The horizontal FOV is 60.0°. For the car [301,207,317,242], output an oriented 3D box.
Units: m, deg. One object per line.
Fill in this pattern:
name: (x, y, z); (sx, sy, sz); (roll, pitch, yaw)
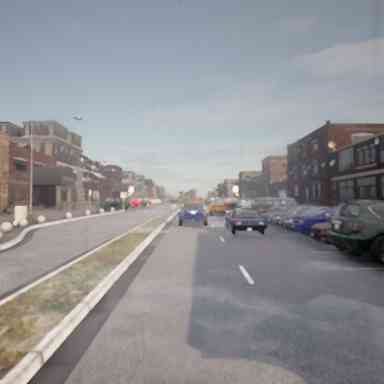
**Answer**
car: (7.642, 1.555, 14.220); (5.008, 1.535, 2.097); (0, 0, 0)

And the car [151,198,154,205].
car: (-12.851, 2.706, 83.235); (5.008, 1.535, 2.097); (0, -1, 0)

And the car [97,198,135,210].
car: (-12.975, 2.003, 55.452); (5.566, 2.045, 2.435); (0, -1, 0)

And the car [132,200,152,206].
car: (-12.881, 2.771, 86.015); (4.792, 1.488, 2.163); (0, -1, 0)

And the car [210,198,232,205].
car: (7.604, 2.534, 88.663); (5.566, 2.045, 2.435); (0, -1, 0)

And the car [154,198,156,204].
car: (-12.853, 2.779, 88.794); (4.892, 1.521, 2.231); (0, -1, 0)

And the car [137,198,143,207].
car: (-12.936, 2.158, 63.787); (5.566, 2.045, 2.435); (0, -1, 0)

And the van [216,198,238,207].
van: (7.516, 2.325, 72.116); (4.442, 1.987, 1.878); (0, -1, 0)

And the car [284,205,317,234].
car: (7.633, 1.580, 16.976); (5.008, 1.535, 2.097); (0, -1, 0)

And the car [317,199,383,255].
car: (7.667, 1.282, 11.466); (5.566, 2.045, 2.435); (0, 0, 0)

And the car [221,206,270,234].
car: (3.098, 1.734, 20.088); (1.895, 1.301, 4.718); (0, -1, 0)

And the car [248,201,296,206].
car: (7.642, 1.719, 27.999); (5.008, 1.535, 2.097); (0, -1, 0)

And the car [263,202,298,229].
car: (7.644, 1.644, 22.488); (4.892, 1.521, 2.231); (0, -1, 0)

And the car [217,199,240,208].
car: (7.665, 2.381, 69.357); (4.553, 1.767, 2.185); (0, -1, 0)

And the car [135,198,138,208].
car: (-12.891, 2.392, 61.129); (4.792, 1.488, 2.163); (0, -1, 0)

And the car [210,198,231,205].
car: (7.660, 2.571, 91.420); (5.566, 2.045, 2.435); (0, -1, 0)

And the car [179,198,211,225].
car: (0.086, 1.555, 25.687); (2.097, 1.767, 4.553); (0, -1, 0)

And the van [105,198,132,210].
van: (-12.815, 2.082, 58.227); (4.442, 1.987, 1.878); (0, -1, 0)

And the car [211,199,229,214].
car: (3.092, 1.957, 41.390); (1.882, 1.535, 5.008); (0, -2, 0)

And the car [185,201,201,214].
car: (0.096, 1.988, 42.648); (1.882, 1.535, 5.008); (0, -1, 0)

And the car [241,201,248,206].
car: (7.639, 1.850, 33.510); (4.674, 1.452, 2.002); (0, -1, 0)

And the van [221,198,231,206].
van: (7.751, 2.087, 58.325); (4.442, 1.987, 1.878); (0, -1, 0)

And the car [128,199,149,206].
car: (-12.893, 2.543, 80.459); (4.553, 1.767, 2.185); (0, -1, 0)

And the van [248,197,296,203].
van: (7.752, 1.535, 30.638); (4.442, 1.987, 1.878); (0, -1, 0)

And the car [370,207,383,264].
car: (7.606, 1.389, 8.710); (4.553, 1.767, 2.185); (0, 0, 0)

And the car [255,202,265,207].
car: (7.607, 1.708, 25.244); (4.792, 1.488, 2.163); (0, -1, 0)

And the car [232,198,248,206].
car: (7.607, 1.609, 36.274); (5.566, 2.045, 2.435); (0, -1, 0)

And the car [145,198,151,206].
car: (-12.842, 2.339, 75.021); (5.566, 2.045, 2.435); (0, -1, 0)
